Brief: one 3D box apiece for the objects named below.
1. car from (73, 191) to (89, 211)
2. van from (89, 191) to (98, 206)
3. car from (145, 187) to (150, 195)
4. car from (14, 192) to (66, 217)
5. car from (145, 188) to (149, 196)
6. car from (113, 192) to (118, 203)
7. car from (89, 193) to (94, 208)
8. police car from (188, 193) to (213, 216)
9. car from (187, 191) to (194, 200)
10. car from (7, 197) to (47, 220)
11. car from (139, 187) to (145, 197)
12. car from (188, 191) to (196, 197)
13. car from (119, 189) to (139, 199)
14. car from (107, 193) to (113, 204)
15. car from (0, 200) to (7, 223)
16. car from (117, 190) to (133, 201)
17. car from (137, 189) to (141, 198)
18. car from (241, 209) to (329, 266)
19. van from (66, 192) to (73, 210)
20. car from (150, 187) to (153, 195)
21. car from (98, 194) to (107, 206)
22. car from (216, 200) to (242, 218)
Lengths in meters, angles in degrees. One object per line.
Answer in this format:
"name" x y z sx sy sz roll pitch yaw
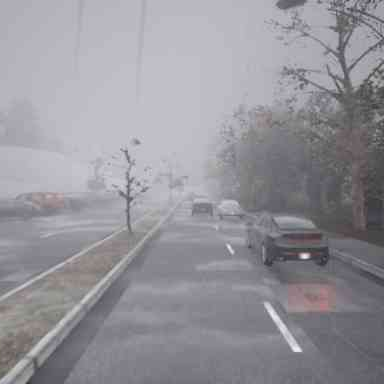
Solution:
"car" -13.861 0.982 34.261 5.566 2.045 2.435 -1 1 -20
"van" -13.995 0.926 40.169 4.442 1.987 1.878 -1 1 -20
"car" -13.913 0.234 82.191 5.566 2.045 2.435 -1 2 -20
"car" -13.912 1.066 28.265 5.566 2.045 2.435 -1 1 -20
"car" -13.713 0.544 79.270 5.366 1.575 1.946 -1 1 -20
"car" -13.858 1.053 49.198 4.792 1.488 2.163 -1 1 -20
"car" -13.877 1.193 37.233 4.892 1.521 2.231 -1 1 -20
"police car" 0.879 1.220 30.352 1.930 1.638 5.238 0 1 0
"car" -0.045 0.765 66.821 2.128 1.511 4.902 0 1 0
"car" -13.878 1.392 25.298 4.674 1.452 2.002 -1 1 -20
"car" -13.862 0.420 73.212 5.566 2.045 2.435 -1 1 -20
"car" -0.055 0.418 81.817 2.033 1.411 5.357 0 1 0
"car" -14.056 0.769 67.125 5.366 1.575 1.946 -1 1 -20
"car" -13.879 1.106 46.180 4.674 1.452 2.002 -1 1 -20
"car" -13.855 1.445 19.341 4.792 1.488 2.163 -1 0 -20
"car" -13.858 0.885 61.202 4.792 1.488 2.163 -1 1 -20
"car" -13.889 0.760 70.198 4.674 1.452 2.002 -1 1 -20
"car" 3.085 1.483 11.513 1.837 1.490 4.892 0 0 0
"van" -13.777 1.048 31.309 4.442 1.987 1.878 -1 1 -20
"car" -13.917 0.130 91.204 4.553 1.767 2.185 -1 1 -20
"car" -13.855 0.982 43.205 4.553 1.767 2.185 -1 1 -20
"car" 3.076 1.356 27.653 1.812 1.442 4.674 0 1 0
